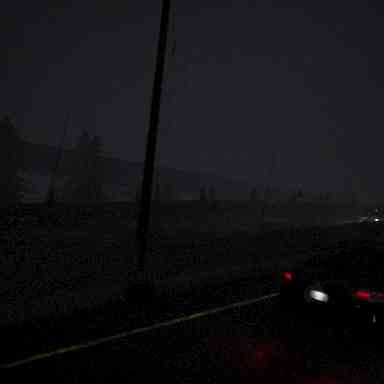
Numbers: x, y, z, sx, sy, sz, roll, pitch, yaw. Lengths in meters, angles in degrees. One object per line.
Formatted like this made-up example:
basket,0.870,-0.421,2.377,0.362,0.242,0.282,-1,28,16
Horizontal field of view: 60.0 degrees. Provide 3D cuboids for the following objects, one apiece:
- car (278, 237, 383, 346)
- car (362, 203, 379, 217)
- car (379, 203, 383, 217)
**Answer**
car,3.596,1.580,6.311,4.181,1.385,1.994,0,0,-36
car,19.986,1.948,35.433,4.674,1.442,1.812,4,-2,-35
car,20.118,1.801,31.233,4.902,1.511,2.128,3,-2,-35
